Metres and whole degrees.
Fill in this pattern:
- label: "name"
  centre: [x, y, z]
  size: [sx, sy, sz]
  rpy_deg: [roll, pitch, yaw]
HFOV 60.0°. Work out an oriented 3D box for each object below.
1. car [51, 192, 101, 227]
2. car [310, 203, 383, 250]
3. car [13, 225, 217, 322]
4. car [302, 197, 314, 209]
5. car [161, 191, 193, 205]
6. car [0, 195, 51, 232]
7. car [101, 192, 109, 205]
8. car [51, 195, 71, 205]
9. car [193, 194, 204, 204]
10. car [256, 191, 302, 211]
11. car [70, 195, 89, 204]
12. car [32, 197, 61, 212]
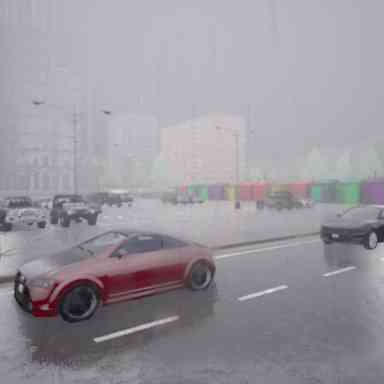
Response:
- label: "car"
  centre: [-7.411, 1.090, 20.515]
  size: [1.905, 1.878, 3.866]
  rpy_deg: [-1, 1, -37]
- label: "car"
  centre: [7.243, 1.285, 13.574]
  size: [5.008, 1.535, 1.882]
  rpy_deg: [-1, 1, -36]
- label: "car"
  centre: [-1.495, 1.528, 7.202]
  size: [4.181, 1.385, 1.994]
  rpy_deg: [-1, 1, -37]
- label: "car"
  centre: [10.511, 1.002, 34.152]
  size: [1.970, 1.475, 3.806]
  rpy_deg: [-1, 1, -37]
- label: "car"
  centre: [-2.414, 0.824, 46.351]
  size: [1.932, 1.855, 4.605]
  rpy_deg: [-1, 1, -37]
- label: "car"
  centre: [-9.748, 1.129, 18.808]
  size: [1.932, 1.855, 4.605]
  rpy_deg: [-1, 1, -37]
- label: "car"
  centre: [-15.941, 0.923, 54.991]
  size: [1.932, 1.855, 4.605]
  rpy_deg: [-1, 1, -37]
- label: "car"
  centre: [-20.351, 1.246, 51.581]
  size: [1.970, 1.475, 3.806]
  rpy_deg: [-1, 1, -37]
- label: "car"
  centre: [-0.066, 0.992, 48.052]
  size: [1.784, 1.438, 3.905]
  rpy_deg: [-1, 1, -37]
- label: "car"
  centre: [8.196, 0.805, 32.408]
  size: [1.905, 1.878, 3.866]
  rpy_deg: [-1, 1, -37]
- label: "car"
  centre: [-18.045, 1.173, 53.331]
  size: [1.784, 1.438, 3.905]
  rpy_deg: [-1, 1, -37]
- label: "car"
  centre: [-15.814, 1.311, 36.065]
  size: [1.970, 1.475, 3.806]
  rpy_deg: [-1, 1, -37]
